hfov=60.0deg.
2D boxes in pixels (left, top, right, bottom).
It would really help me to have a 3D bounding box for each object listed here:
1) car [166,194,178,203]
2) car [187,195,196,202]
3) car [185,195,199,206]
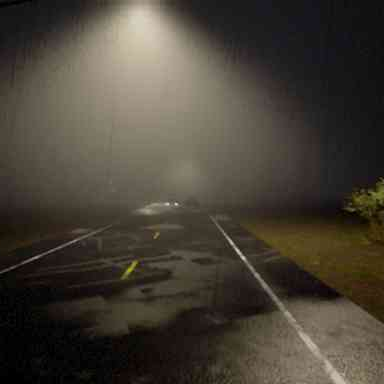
[{"bbox_3d":[-3.659,1.194,62.068,2.097,1.767,4.553,0,0,0],"label":"car"},{"bbox_3d":[-0.060,1.352,68.593,1.812,1.442,4.674,0,0,0],"label":"car"},{"bbox_3d":[-0.008,1.434,50.945,1.994,1.385,4.181,0,0,0],"label":"car"}]
